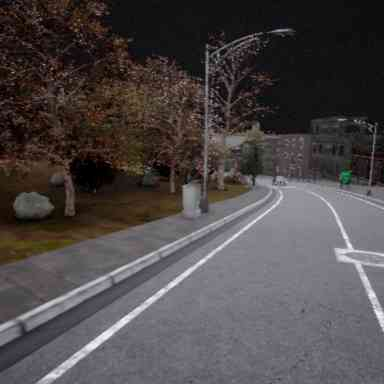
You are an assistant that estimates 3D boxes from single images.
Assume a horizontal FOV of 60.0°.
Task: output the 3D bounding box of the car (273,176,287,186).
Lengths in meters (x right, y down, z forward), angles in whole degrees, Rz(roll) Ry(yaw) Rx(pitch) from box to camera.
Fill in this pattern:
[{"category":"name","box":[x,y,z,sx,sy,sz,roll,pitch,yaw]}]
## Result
[{"category":"car","box":[14.573,-1.796,55.205,1.837,1.490,4.892,2,3,5]}]
